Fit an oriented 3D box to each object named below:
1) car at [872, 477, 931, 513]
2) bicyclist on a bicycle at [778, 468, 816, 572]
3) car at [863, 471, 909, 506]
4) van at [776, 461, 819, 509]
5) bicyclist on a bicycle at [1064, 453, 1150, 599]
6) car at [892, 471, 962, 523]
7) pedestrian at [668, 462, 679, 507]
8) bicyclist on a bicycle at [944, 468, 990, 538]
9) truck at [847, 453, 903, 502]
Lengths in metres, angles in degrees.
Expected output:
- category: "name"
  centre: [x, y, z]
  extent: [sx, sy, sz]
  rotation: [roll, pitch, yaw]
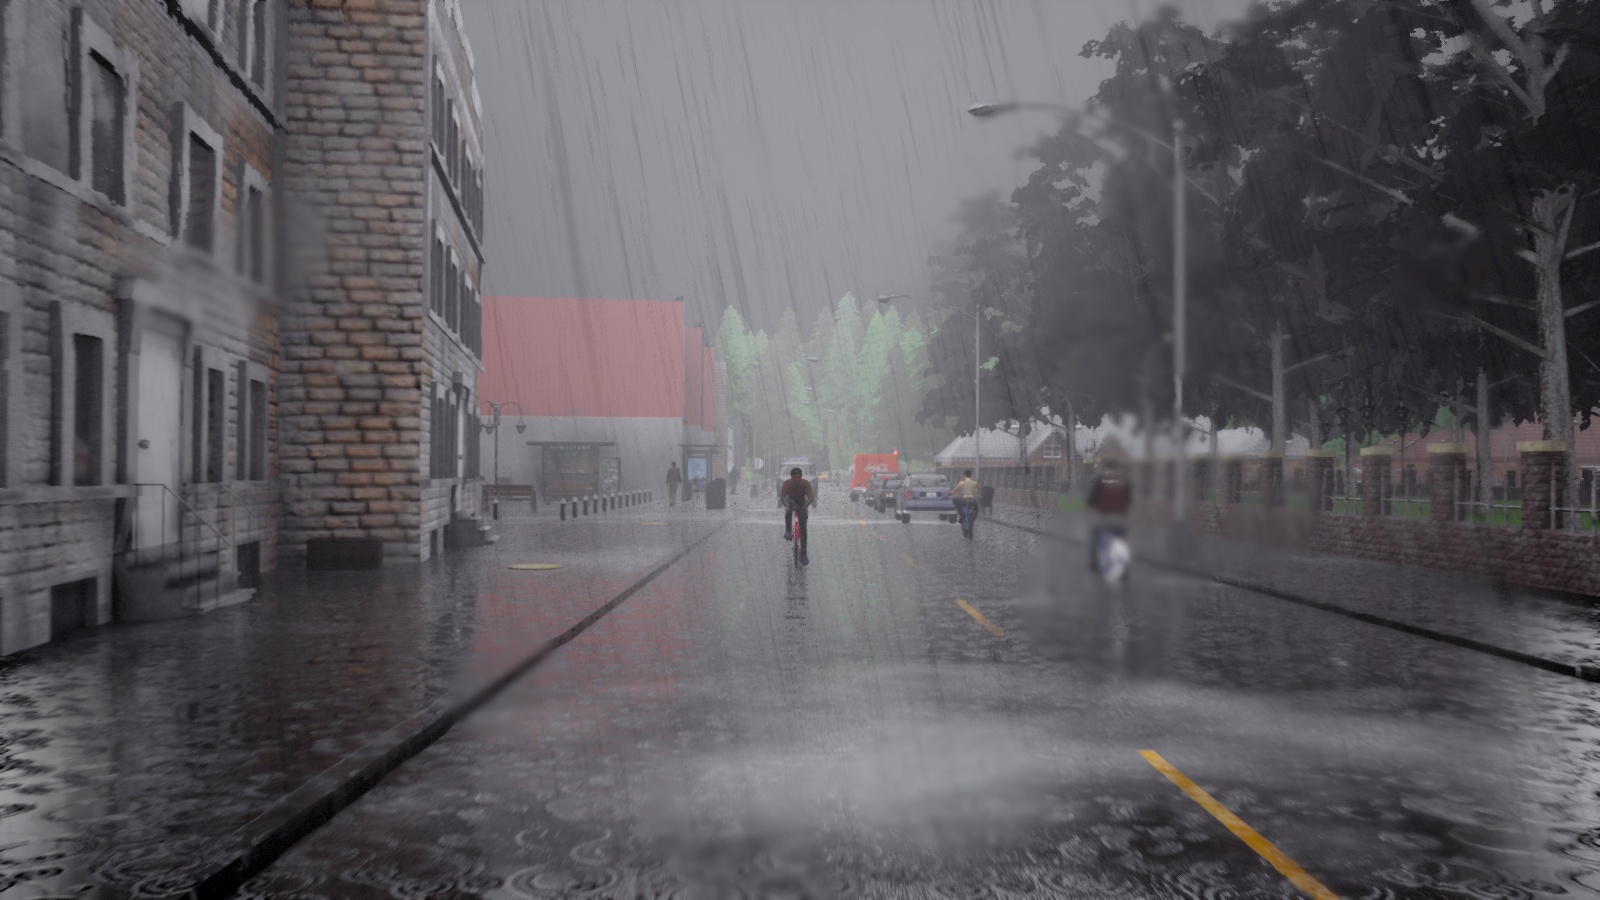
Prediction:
- category: "car"
  centre: [3.900, 1.716, 48.776]
  extent: [1.895, 1.301, 4.718]
  rotation: [0, -1, 0]
- category: "bicyclist on a bicycle"
  centre: [-0.050, 1.111, 20.523]
  extent: [0.582, 1.620, 1.656]
  rotation: [0, -1, 0]
- category: "car"
  centre: [3.892, 1.737, 57.300]
  extent: [1.789, 1.549, 3.705]
  rotation: [0, -1, 0]
- category: "van"
  centre: [-0.107, 1.475, 54.213]
  extent: [1.775, 1.987, 4.442]
  rotation: [0, -1, 0]
- category: "bicyclist on a bicycle"
  centre: [3.960, 0.943, 16.322]
  extent: [0.659, 1.776, 1.843]
  rotation: [0, -1, 0]
- category: "car"
  centre: [3.909, 1.434, 39.217]
  extent: [1.789, 1.549, 3.705]
  rotation: [0, -1, 0]
- category: "pedestrian"
  centre: [-5.150, 1.400, 51.073]
  extent: [0.431, 1.840, 0.703]
  rotation: [0, -1, -9]
- category: "bicyclist on a bicycle"
  centre: [3.923, 1.230, 29.552]
  extent: [0.866, 1.612, 1.509]
  rotation: [0, -1, 0]
- category: "truck"
  centre: [3.881, 1.418, 66.067]
  extent: [2.627, 2.467, 5.204]
  rotation: [0, -1, 0]
